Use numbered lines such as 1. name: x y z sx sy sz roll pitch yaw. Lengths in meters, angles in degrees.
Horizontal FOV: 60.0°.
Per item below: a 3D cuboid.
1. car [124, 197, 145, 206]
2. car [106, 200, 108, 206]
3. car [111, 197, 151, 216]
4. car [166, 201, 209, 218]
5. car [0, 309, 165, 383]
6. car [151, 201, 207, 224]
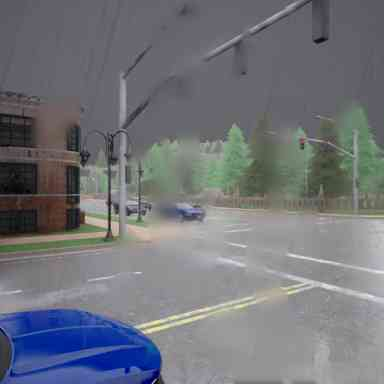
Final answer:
1. car: -9.829 1.528 56.667 1.812 1.442 4.674 0 0 -35
2. car: -12.627 1.566 54.561 1.994 1.385 4.181 0 0 -35
3. car: -6.196 1.527 32.832 1.812 1.442 4.674 0 0 -35
4. car: -0.492 1.566 30.775 1.994 1.385 4.181 0 0 -35
5. car: -2.501 1.478 1.957 5.008 1.535 1.882 0 0 -36
6. car: -0.920 1.479 25.273 1.882 1.535 5.008 0 0 -35
